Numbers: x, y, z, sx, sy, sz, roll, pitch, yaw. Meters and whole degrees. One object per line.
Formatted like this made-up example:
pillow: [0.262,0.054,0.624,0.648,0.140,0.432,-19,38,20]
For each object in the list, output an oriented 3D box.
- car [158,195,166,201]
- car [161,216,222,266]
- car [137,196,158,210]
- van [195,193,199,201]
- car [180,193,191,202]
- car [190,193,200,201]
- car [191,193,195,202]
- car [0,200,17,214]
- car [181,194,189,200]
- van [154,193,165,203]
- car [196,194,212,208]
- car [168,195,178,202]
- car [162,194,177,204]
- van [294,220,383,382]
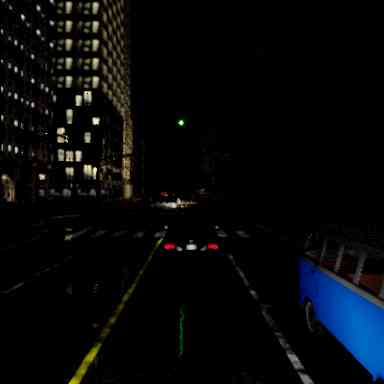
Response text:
car: [-7.239,1.413,80.449,1.887,1.381,4.507,0,0,-2]
car: [-0.016,1.534,11.450,2.033,1.411,5.357,0,0,0]
car: [-5.814,1.493,41.647,2.008,1.369,4.403,0,0,-1]
van: [1.772,1.263,53.106,1.690,1.788,3.998,0,0,-2]
car: [-1.445,1.233,72.430,2.097,1.767,4.553,0,0,-2]
car: [0.777,1.182,80.818,2.192,1.841,5.009,0,0,-3]
car: [1.217,1.415,69.900,1.752,1.417,4.829,0,0,-2]
car: [-18.208,1.345,30.393,4.206,1.307,1.802,1,0,3]
car: [-1.863,1.291,82.496,1.895,1.301,4.718,0,0,-3]
van: [-6.595,1.244,63.819,1.690,1.788,3.998,0,0,-2]
car: [1.920,1.457,47.734,1.752,1.417,4.829,0,0,-1]
car: [-4.353,1.387,76.331,2.128,1.511,4.902,0,0,-2]
car: [-3.829,1.472,60.735,1.994,1.385,4.181,0,0,-1]
van: [2.557,1.336,4.018,1.690,1.788,3.998,0,0,0]
